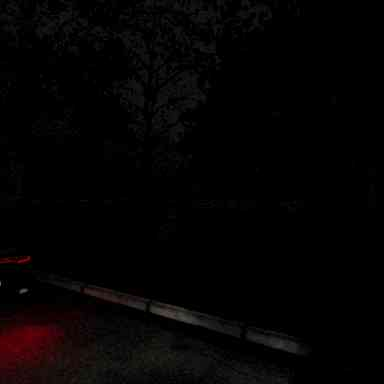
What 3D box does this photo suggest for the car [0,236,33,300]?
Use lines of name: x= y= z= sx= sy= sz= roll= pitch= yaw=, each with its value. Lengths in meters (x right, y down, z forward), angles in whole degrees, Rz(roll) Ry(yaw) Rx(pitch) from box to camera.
car: x=-5.539 y=1.488 z=7.378 sx=5.008 sy=1.535 sz=1.882 roll=0 pitch=0 yaw=36

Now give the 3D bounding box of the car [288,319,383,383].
car: x=2.646 y=1.351 z=1.476 sx=4.553 sy=1.767 sz=2.097 roll=0 pitch=0 yaw=36
